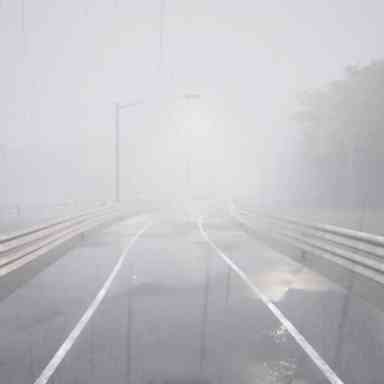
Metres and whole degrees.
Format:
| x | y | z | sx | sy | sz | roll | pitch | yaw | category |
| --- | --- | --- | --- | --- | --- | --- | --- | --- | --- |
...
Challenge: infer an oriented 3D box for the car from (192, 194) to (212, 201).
| x | y | z | sx | sy | sz | roll | pitch | yaw | category |
| --- | --- | --- | --- | --- | --- | --- | --- | --- | --- |
| 2.161 | 1.057 | 66.718 | 1.895 | 1.301 | 4.718 | 0 | 2 | 36 | car |

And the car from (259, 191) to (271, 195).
| x | y | z | sx | sy | sz | roll | pitch | yaw | category |
| --- | --- | --- | --- | --- | --- | --- | --- | --- | --- |
| 20.043 | 0.269 | 90.932 | 1.895 | 1.301 | 4.718 | 0 | 2 | 36 | car |

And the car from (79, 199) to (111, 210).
| x | y | z | sx | sy | sz | roll | pitch | yaw | category |
| --- | --- | --- | --- | --- | --- | --- | --- | --- | --- |
| -13.296 | 1.662 | 45.789 | 1.812 | 1.442 | 4.674 | 0 | 1 | 36 | car |
